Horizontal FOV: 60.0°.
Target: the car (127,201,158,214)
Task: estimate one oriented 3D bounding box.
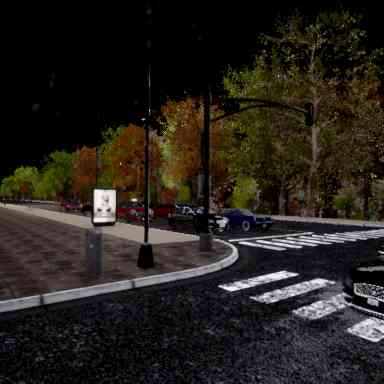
[{"bbox_3d":[-6.176,1.895,41.223,1.837,1.490,4.892,1,-2,-35],"label":"car"}]

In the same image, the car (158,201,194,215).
[{"bbox_3d":[-2.027,1.901,40.935,2.128,1.511,4.902,1,-1,-35],"label":"car"}]

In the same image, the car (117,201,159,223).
[{"bbox_3d":[-4.945,1.535,27.677,2.097,1.767,4.553,1,-1,-35],"label":"car"}]

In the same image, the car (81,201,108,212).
[{"bbox_3d":[-13.585,1.977,45.942,2.033,1.411,5.357,1,-1,-34],"label":"car"}]

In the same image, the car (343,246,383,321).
[{"bbox_3d":[5.044,1.443,6.303,4.892,1.490,1.837,-1,-2,-25],"label":"car"}]

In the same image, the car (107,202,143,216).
[{"bbox_3d":[-7.586,1.869,37.205,2.033,1.411,5.357,1,-1,-35],"label":"car"}]

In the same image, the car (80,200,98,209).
[{"bbox_3d":[-18.169,2.133,58.527,1.812,1.442,4.674,1,-1,-35],"label":"car"}]

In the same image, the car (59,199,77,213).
[{"bbox_3d":[-15.754,1.730,43.361,2.097,1.767,4.553,1,-1,-34],"label":"car"}]

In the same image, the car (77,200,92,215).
[{"bbox_3d":[-10.151,1.768,35.206,2.128,1.511,4.902,1,-1,-35],"label":"car"}]

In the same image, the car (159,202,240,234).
[{"bbox_3d":[0.275,1.580,20.107,2.128,1.511,4.902,1,-1,-34],"label":"car"}]

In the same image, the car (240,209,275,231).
[{"bbox_3d":[3.097,1.730,21.758,1.895,1.301,4.718,1,-1,-35],"label":"car"}]
